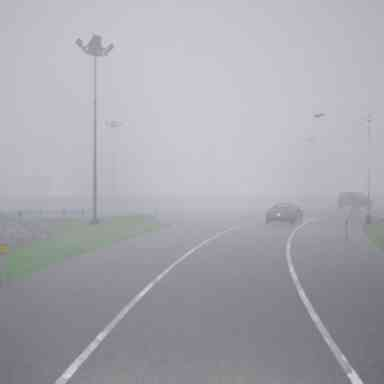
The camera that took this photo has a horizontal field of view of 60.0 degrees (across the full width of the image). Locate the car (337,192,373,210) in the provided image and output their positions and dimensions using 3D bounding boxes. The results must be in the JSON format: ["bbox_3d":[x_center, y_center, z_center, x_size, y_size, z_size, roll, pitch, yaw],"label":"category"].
[{"bbox_3d":[19.423,1.030,39.569,5.566,2.045,2.150,0,1,-40],"label":"car"}]

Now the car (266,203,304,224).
[{"bbox_3d":[6.679,1.462,23.798,1.994,1.385,4.181,1,1,28],"label":"car"}]
